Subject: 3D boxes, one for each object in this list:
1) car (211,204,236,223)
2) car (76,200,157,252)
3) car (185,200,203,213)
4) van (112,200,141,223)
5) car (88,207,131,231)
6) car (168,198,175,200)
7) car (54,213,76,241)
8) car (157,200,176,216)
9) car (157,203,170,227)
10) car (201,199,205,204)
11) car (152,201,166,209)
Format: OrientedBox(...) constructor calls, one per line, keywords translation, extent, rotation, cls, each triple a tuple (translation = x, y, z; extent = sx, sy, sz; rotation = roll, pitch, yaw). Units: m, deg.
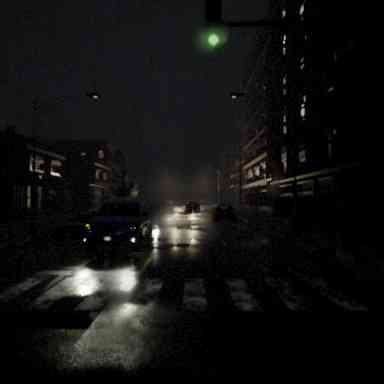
OrientedBox(translation=(2.712, 1.760, 29.125), extent=(1.967, 1.590, 4.097), rotation=(1, -1, 0), cls="car")
OrientedBox(translation=(-3.090, 1.387, 15.015), extent=(2.150, 2.045, 5.566), rotation=(0, -1, 1), cls="car")
OrientedBox(translation=(0.109, 2.075, 43.211), extent=(1.895, 1.301, 4.718), rotation=(0, -1, 0), cls="car")
OrientedBox(translation=(-5.666, 1.661, 29.067), extent=(1.690, 1.788, 3.998), rotation=(1, -1, 0), cls="van")
OrientedBox(translation=(-5.672, 1.802, 23.377), extent=(1.887, 1.381, 4.507), rotation=(1, -1, 0), cls="car")
OrientedBox(translation=(-5.656, 2.387, 85.928), extent=(1.967, 1.590, 4.097), rotation=(1, -1, 0), cls="car")
OrientedBox(translation=(-5.749, 1.740, 17.696), extent=(1.887, 1.381, 4.507), rotation=(1, -1, 0), cls="car")
OrientedBox(translation=(-3.076, 1.977, 37.856), extent=(1.994, 1.385, 4.181), rotation=(0, 0, 0), cls="car")
OrientedBox(translation=(-3.084, 1.828, 25.575), extent=(2.033, 1.411, 5.357), rotation=(0, -1, -1), cls="car")
OrientedBox(translation=(2.724, 2.538, 91.843), extent=(1.752, 1.417, 4.829), rotation=(1, -1, 0), cls="car")
OrientedBox(translation=(-5.664, 2.214, 57.496), extent=(1.802, 1.307, 4.206), rotation=(1, -1, 0), cls="car")
